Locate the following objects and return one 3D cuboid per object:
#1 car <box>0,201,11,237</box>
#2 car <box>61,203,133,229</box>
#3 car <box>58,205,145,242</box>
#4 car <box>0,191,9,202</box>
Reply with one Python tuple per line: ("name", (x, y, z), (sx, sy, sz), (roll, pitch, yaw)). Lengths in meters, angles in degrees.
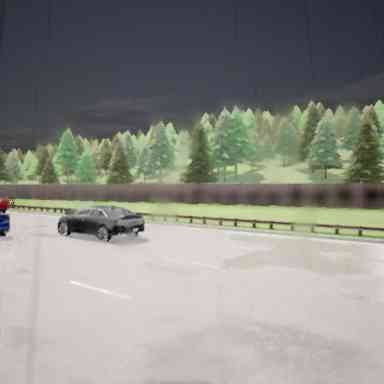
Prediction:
("car", (-10.641, 1.336, 15.909), (5.008, 1.535, 1.882), (1, 0, 36))
("car", (-6.169, 1.463, 21.317), (4.718, 1.301, 1.895), (1, 0, 36))
("car", (-4.387, 1.393, 15.704), (4.902, 1.511, 2.128), (1, 0, 36))
("car", (-18.958, 0.956, 30.521), (5.566, 2.045, 2.150), (0, 0, 36))
